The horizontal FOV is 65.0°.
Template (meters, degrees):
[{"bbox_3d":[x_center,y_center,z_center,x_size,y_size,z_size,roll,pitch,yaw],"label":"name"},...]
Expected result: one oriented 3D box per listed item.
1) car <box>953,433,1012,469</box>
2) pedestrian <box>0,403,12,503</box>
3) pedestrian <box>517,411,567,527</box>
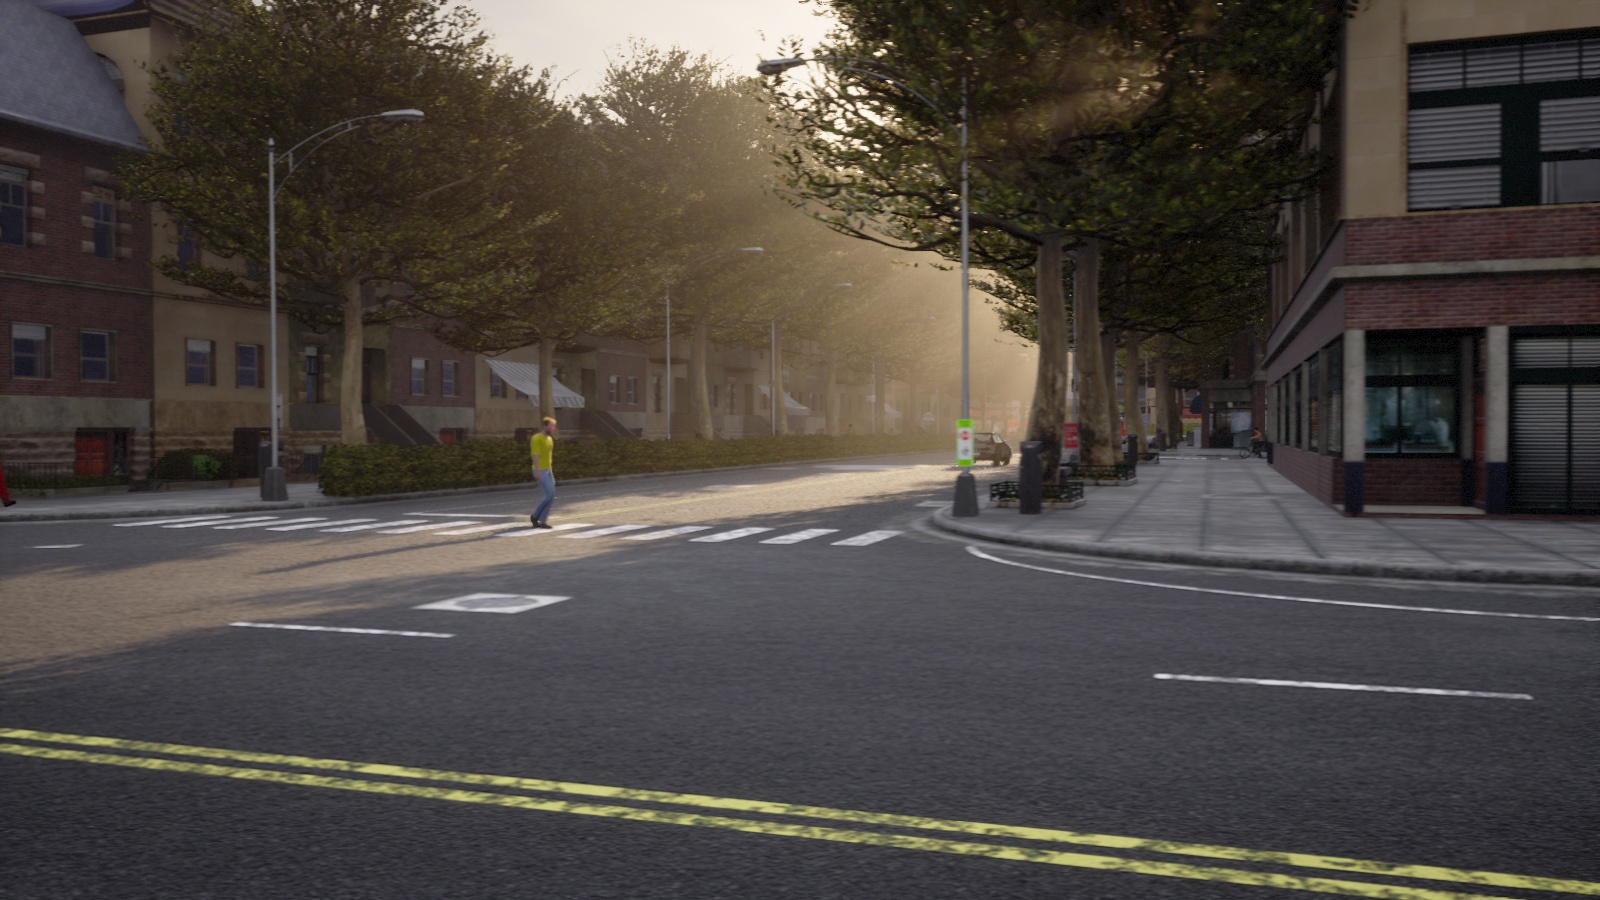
[{"bbox_3d":[7.933,0.001,54.249,1.816,1.474,4.193,1,1,18],"label":"car"},{"bbox_3d":[-15.049,0.053,23.360,0.614,1.847,0.353,1,1,22],"label":"pedestrian"},{"bbox_3d":[-4.144,0.294,20.179,0.706,1.836,0.354,1,1,22],"label":"pedestrian"}]
